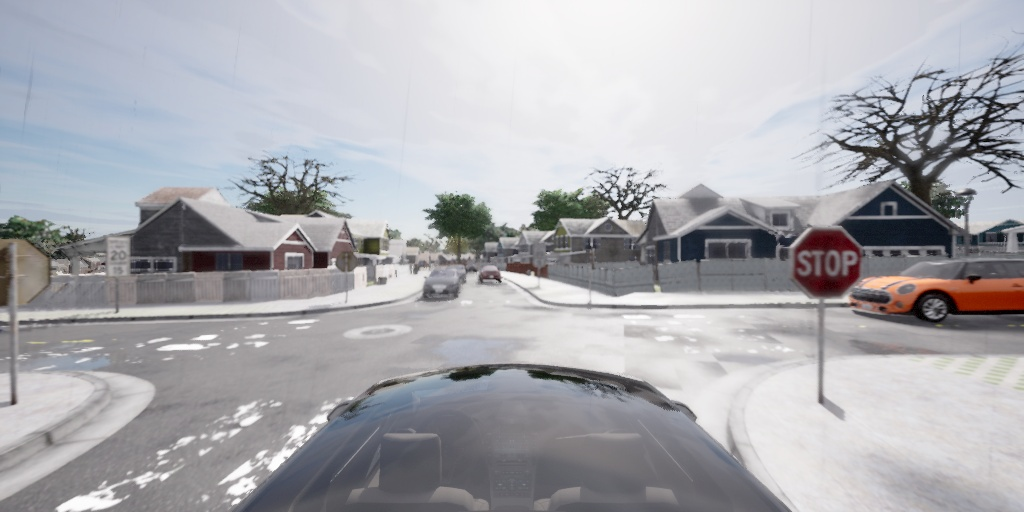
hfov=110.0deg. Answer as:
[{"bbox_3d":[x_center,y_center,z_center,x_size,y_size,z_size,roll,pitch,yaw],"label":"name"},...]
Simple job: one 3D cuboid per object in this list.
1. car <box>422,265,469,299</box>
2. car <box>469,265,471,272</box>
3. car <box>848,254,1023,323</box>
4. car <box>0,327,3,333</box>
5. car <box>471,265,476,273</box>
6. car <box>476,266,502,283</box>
[{"bbox_3d":[-3.704,1.439,19.736,2.128,1.511,4.902,0,-1,-4],"label":"car"},{"bbox_3d":[-4.890,1.586,31.631,2.128,1.511,4.902,0,-1,-7],"label":"car"},{"bbox_3d":[12.757,0.861,10.407,4.553,1.767,2.097,-1,0,6],"label":"car"},{"bbox_3d":[-14.927,1.746,7.958,4.718,1.301,1.895,-1,0,-4],"label":"car"},{"bbox_3d":[-6.935,2.114,59.571,1.895,1.301,4.718,0,-1,-13],"label":"car"},{"bbox_3d":[-2.032,1.624,32.619,1.812,1.442,4.674,0,-1,-7],"label":"car"}]
